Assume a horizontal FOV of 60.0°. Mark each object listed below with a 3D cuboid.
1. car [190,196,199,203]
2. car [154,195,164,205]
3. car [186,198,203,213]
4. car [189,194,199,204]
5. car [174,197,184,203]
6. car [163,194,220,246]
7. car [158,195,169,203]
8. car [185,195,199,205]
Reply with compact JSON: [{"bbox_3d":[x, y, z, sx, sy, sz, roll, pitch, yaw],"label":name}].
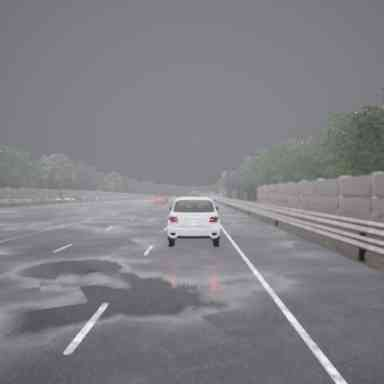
[{"bbox_3d":[0.573,1.684,76.172,1.837,1.490,4.892,0,0,2],"label":"car"},{"bbox_3d":[-6.534,1.569,67.513,2.097,1.767,4.553,0,0,0],"label":"car"},{"bbox_3d":[0.259,1.570,39.243,1.882,1.535,5.008,0,0,0],"label":"car"},{"bbox_3d":[0.502,1.439,71.415,2.150,2.045,5.566,0,0,1],"label":"car"},{"bbox_3d":[-2.925,1.770,76.288,2.033,1.411,5.357,0,0,2],"label":"car"},{"bbox_3d":[0.086,1.236,15.491,2.150,2.045,5.566,0,0,0],"label":"car"},{"bbox_3d":[-6.427,1.531,76.266,2.097,1.767,4.553,0,0,2],"label":"car"},{"bbox_3d":[0.061,1.707,66.461,2.033,1.411,5.357,1,-7,10],"label":"car"}]
